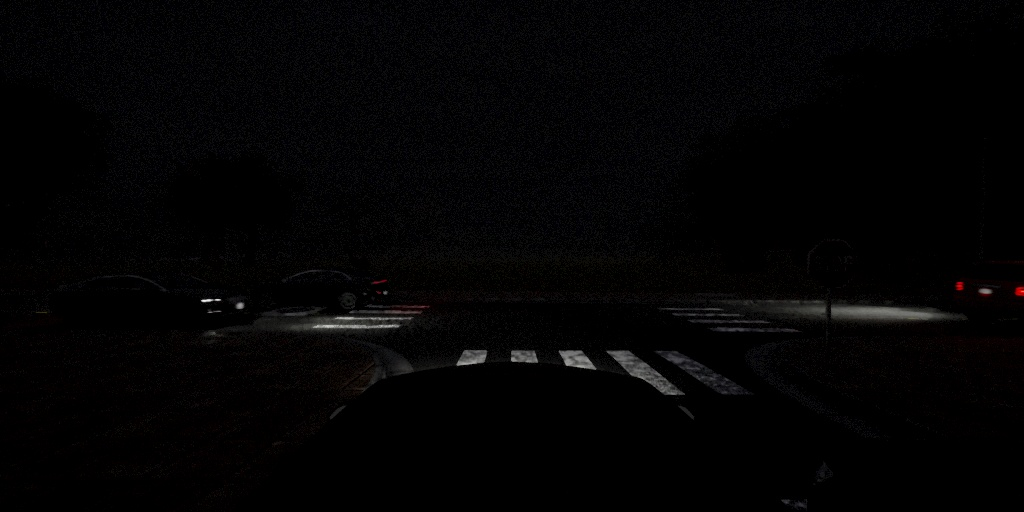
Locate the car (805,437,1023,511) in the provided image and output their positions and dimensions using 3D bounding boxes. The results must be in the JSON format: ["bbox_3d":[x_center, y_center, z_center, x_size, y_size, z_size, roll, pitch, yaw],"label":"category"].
[{"bbox_3d":[2.639,1.301,0.391,2.007,1.370,4.403,0,0,0],"label":"car"}]

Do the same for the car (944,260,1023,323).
[{"bbox_3d":[16.855,1.174,10.746,5.566,2.045,2.150,1,1,0],"label":"car"}]

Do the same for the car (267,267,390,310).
[{"bbox_3d":[-7.239,1.170,13.661,4.902,1.511,2.128,0,1,0],"label":"car"}]

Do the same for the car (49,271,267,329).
[{"bbox_3d":[-10.583,1.216,10.704,4.902,1.511,2.128,0,1,0],"label":"car"}]

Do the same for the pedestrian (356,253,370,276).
[{"bbox_3d":[-6.895,0.757,16.561,0.375,1.860,0.375,0,1,0],"label":"pedestrian"}]
